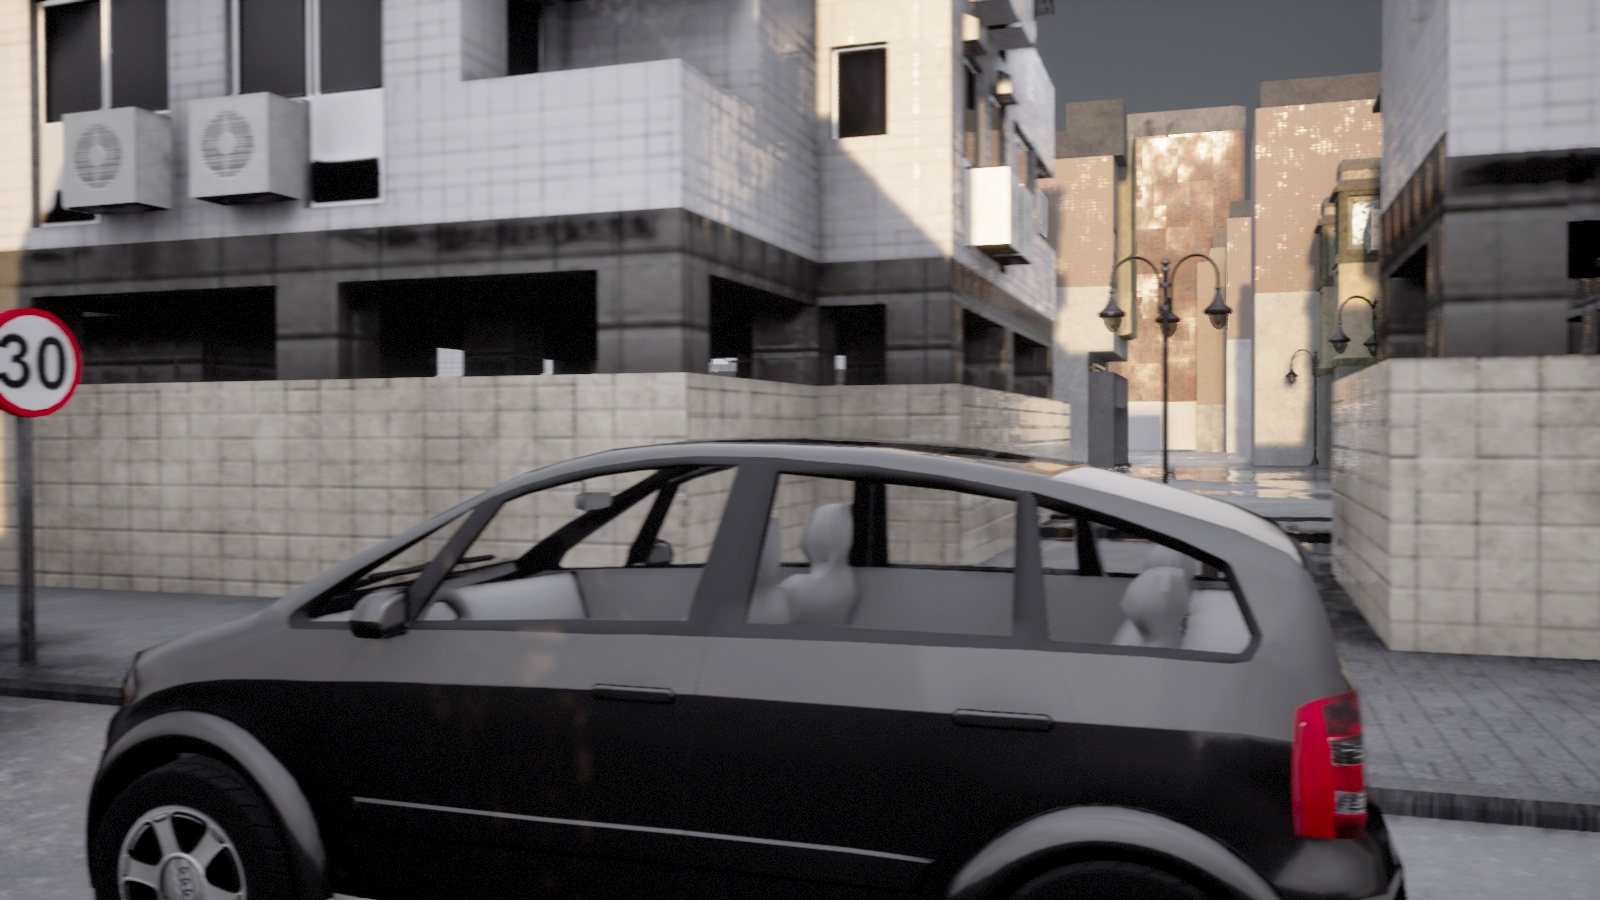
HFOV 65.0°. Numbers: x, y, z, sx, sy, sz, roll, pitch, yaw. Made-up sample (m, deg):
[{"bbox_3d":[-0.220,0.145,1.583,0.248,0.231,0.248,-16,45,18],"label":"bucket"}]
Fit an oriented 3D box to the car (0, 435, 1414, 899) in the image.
[{"bbox_3d":[-0.312,0.743,3.825,3.705,1.549,1.789,1,1,19],"label":"car"}]
